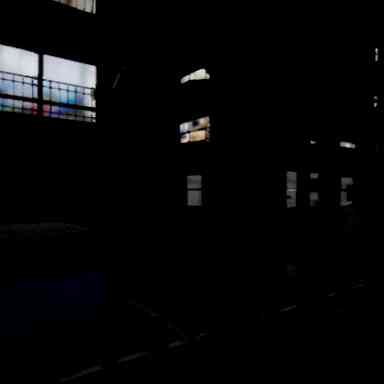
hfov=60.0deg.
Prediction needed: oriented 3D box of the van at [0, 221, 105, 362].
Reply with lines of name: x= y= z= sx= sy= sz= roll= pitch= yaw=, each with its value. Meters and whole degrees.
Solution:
van: x=-3.166 y=1.341 z=4.294 sx=3.998 sy=1.788 sz=1.690 roll=0 pitch=0 yaw=-35
